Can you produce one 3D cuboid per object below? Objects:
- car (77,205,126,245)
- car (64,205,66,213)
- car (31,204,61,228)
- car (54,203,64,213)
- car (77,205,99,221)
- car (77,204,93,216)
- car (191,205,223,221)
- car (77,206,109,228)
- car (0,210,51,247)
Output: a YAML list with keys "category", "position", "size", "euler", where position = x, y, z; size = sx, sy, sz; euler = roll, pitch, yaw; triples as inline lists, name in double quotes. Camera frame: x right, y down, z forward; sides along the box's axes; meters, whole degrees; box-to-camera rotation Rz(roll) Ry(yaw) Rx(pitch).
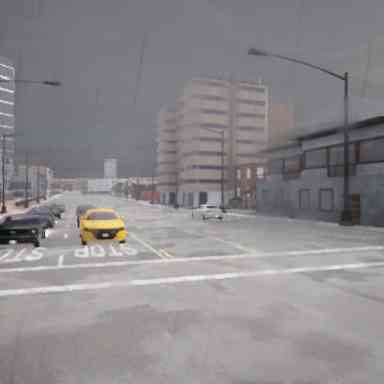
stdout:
- category: "car"
  position: [-4.475, 1.587, 16.348]
  size: [1.882, 1.535, 5.008]
  euler: [0, -1, -20]
- category: "car"
  position: [-19.671, 2.315, 49.045]
  size: [2.128, 1.511, 4.902]
  euler: [0, -1, -19]
- category: "car"
  position: [-10.973, 1.800, 24.219]
  size: [2.033, 1.411, 5.357]
  euler: [0, -1, -20]
- category: "car"
  position: [-14.342, 2.050, 33.721]
  size: [1.994, 1.385, 4.181]
  euler: [0, -2, -20]
- category: "car"
  position: [-10.593, 2.021, 33.649]
  size: [2.033, 1.411, 5.357]
  euler: [0, -1, -19]
- category: "car"
  position: [-14.154, 2.326, 43.788]
  size: [1.895, 1.301, 4.718]
  euler: [0, -1, -19]
- category: "car"
  position: [1.383, 1.920, 31.550]
  size: [1.812, 1.442, 4.674]
  euler: [0, -1, -19]
- category: "car"
  position: [-7.474, 1.823, 24.802]
  size: [1.994, 1.385, 4.181]
  euler: [0, -1, -20]
- category: "car"
  position: [-7.752, 1.690, 15.121]
  size: [1.895, 1.301, 4.718]
  euler: [0, -1, -19]
